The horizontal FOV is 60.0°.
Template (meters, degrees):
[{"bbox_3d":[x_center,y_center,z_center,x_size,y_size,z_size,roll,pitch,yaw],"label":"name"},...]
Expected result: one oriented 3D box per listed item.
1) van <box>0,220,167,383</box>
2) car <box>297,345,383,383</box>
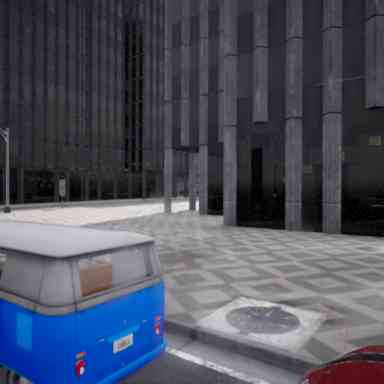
[{"bbox_3d":[-2.221,1.339,4.547,3.998,1.788,1.690,0,0,35],"label":"van"},{"bbox_3d":[2.278,1.441,1.341,4.097,1.590,1.967,0,0,35],"label":"car"}]
